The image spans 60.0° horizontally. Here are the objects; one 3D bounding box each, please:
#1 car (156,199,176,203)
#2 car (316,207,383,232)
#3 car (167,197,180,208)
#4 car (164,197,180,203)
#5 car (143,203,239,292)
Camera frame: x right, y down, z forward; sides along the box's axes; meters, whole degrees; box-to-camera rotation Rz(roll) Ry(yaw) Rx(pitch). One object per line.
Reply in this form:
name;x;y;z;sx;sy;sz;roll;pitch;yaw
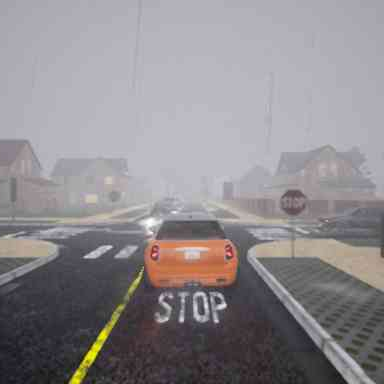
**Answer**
car;-2.859;1.616;31.899;1.895;1.301;4.718;0;0;0
car;10.369;1.599;19.961;5.357;1.411;2.033;0;0;2
car;-2.854;1.610;52.042;1.812;1.442;4.674;0;0;0
car;-2.855;1.396;41.813;2.097;1.767;4.553;0;0;0
car;-0.123;1.344;9.115;2.097;1.767;4.553;0;0;-3
